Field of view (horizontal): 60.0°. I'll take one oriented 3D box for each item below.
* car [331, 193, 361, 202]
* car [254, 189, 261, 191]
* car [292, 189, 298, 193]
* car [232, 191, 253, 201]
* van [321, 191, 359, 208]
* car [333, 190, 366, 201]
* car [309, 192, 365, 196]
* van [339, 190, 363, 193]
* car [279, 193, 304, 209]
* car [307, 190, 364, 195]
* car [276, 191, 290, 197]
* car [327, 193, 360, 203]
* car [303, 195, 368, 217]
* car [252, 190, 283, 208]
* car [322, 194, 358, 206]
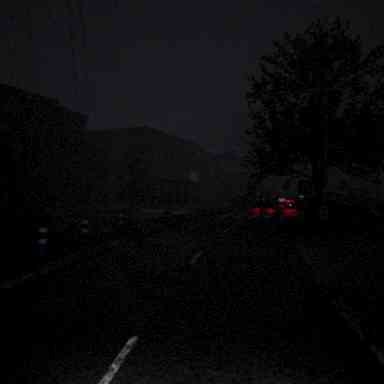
[{"bbox_3d":[28.168,0.955,60.798,4.792,1.488,2.163,1,1,30],"label":"car"},{"bbox_3d":[11.348,0.667,64.626,2.163,1.488,4.792,1,1,30],"label":"car"},{"bbox_3d":[16.584,0.780,49.183,2.150,2.045,5.566,1,1,27],"label":"car"},{"bbox_3d":[8.736,0.708,59.794,2.097,1.535,5.008,1,1,28],"label":"car"},{"bbox_3d":[19.366,0.968,43.694,4.442,1.987,1.878,1,1,26],"label":"van"},{"bbox_3d":[30.943,0.612,65.504,5.566,2.045,2.435,2,1,32],"label":"car"},{"bbox_3d":[13.695,1.208,31.384,4.553,1.767,2.185,1,1,24],"label":"car"},{"bbox_3d":[14.677,1.079,33.963,4.442,1.987,1.878,1,1,24],"label":"van"},{"bbox_3d":[12.142,1.182,39.790,1.837,1.490,4.892,1,1,25],"label":"car"},{"bbox_3d":[15.916,1.031,36.416,5.566,2.045,2.435,1,1,24],"label":"car"},{"bbox_3d":[22.914,0.521,83.581,2.002,1.452,4.674,1,1,34],"label":"car"},{"bbox_3d":[25.466,1.010,55.906,4.892,1.521,2.231,1,2,29],"label":"car"},{"bbox_3d":[12.544,1.358,28.882,4.892,1.521,2.231,1,1,24],"label":"car"},{"bbox_3d":[9.297,0.964,40.775,2.097,1.767,4.553,1,1,25],"label":"car"},{"bbox_3d":[21.670,1.163,48.648,4.674,1.452,2.002,1,1,27],"label":"car"}]
